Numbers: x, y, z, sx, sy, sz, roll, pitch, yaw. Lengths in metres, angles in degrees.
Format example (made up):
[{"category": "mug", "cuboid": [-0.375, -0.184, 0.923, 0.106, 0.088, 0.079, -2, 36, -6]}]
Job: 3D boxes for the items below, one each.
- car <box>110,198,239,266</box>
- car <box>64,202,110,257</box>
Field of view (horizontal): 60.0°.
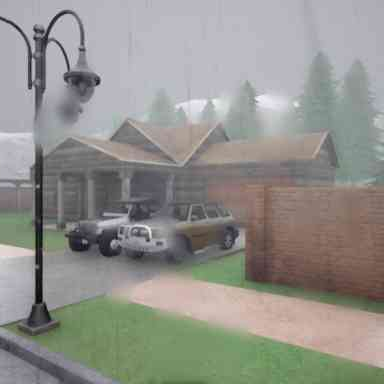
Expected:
[{"category": "car", "cuboid": [-0.223, 1.172, 11.132, 1.932, 1.855, 4.605, 0, 0, 35]}, {"category": "car", "cuboid": [-2.510, 1.173, 12.246, 1.905, 1.878, 3.866, 0, 0, 35]}]
